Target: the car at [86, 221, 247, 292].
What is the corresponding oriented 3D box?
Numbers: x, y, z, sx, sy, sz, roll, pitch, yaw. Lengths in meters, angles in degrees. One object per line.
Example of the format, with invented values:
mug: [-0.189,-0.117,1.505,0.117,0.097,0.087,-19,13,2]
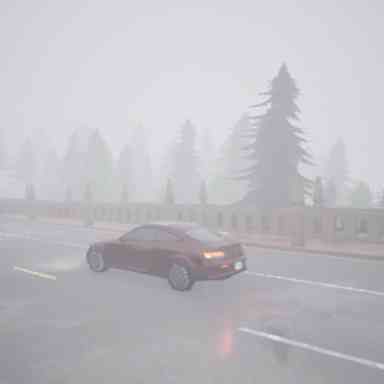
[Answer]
car: [-0.824,1.501,8.878,4.674,1.442,1.812,0,0,35]
